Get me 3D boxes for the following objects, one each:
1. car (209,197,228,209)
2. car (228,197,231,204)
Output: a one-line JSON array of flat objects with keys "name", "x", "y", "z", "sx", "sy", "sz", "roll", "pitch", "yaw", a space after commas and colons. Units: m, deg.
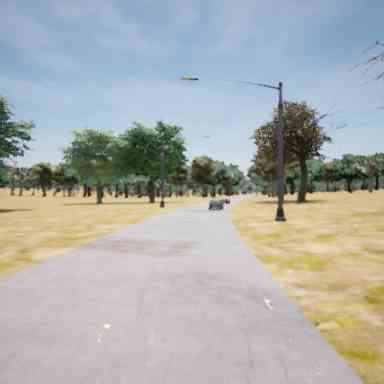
[{"name": "car", "x": 3.411, "y": 1.556, "z": 46.051, "sx": 2.128, "sy": 1.511, "sz": 4.902, "roll": 0, "pitch": 0, "yaw": 8}, {"name": "car", "x": 6.478, "y": 1.626, "z": 64.570, "sx": 1.895, "sy": 1.301, "sz": 4.718, "roll": 0, "pitch": 0, "yaw": 11}]
